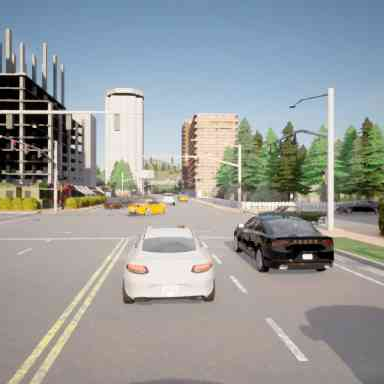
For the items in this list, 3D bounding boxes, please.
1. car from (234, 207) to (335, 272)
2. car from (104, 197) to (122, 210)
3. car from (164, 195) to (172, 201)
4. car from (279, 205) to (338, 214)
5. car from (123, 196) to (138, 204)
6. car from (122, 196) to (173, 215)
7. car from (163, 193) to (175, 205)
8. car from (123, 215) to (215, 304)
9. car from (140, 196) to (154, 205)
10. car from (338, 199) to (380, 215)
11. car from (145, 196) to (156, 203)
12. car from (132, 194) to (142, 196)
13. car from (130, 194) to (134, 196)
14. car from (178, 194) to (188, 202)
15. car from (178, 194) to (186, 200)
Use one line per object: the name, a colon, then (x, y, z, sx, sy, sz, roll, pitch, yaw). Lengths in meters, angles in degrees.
car: (2.686, 1.478, 10.834, 1.882, 1.535, 5.008, 0, 0, -5)
car: (-10.287, 1.478, 43.758, 1.882, 1.535, 5.008, 0, 0, -4)
car: (-5.924, 1.524, 82.154, 1.812, 1.442, 4.674, 0, 0, -4)
car: (7.086, 1.601, 22.784, 4.718, 1.301, 1.895, 0, 0, -3)
car: (-11.632, 1.547, 63.225, 2.033, 1.411, 5.357, 0, 0, -4)
car: (-4.299, 1.478, 32.901, 1.882, 1.535, 5.008, 1, 0, 30)
car: (-4.163, 1.221, 58.935, 2.150, 2.045, 5.566, 0, 0, -5)
car: (-0.581, 1.526, 8.098, 1.812, 1.442, 4.674, 0, 0, -5)
car: (-7.774, 1.491, 57.938, 2.128, 1.511, 4.902, 0, 0, -4)
car: (17.085, 1.491, 33.960, 4.902, 1.511, 2.128, 0, 0, -3)
car: (-8.447, 1.547, 68.365, 2.033, 1.411, 5.357, 0, 0, -4)
car: (-7.137, 1.492, 48.828, 2.128, 1.511, 4.902, 0, 0, -4)
car: (-10.946, 1.478, 53.084, 1.882, 1.535, 5.008, 0, 0, -4)
car: (-2.039, 1.470, 76.910, 1.882, 1.535, 5.008, 0, 0, -4)
car: (-2.724, 1.304, 86.458, 1.882, 1.535, 5.008, 0, 0, -4)
